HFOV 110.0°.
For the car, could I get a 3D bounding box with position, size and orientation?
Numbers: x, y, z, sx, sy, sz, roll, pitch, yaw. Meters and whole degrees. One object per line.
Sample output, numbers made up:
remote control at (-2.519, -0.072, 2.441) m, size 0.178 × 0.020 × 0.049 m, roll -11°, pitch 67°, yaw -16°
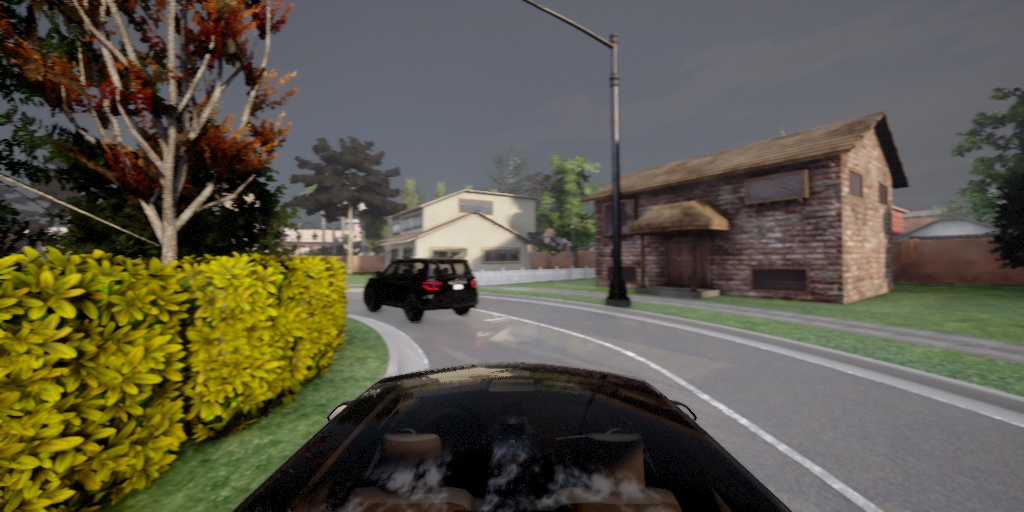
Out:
car at (-3.509, 1.097, 13.228) m, size 2.150 × 2.045 × 5.566 m, roll 0°, pitch 0°, yaw -43°
